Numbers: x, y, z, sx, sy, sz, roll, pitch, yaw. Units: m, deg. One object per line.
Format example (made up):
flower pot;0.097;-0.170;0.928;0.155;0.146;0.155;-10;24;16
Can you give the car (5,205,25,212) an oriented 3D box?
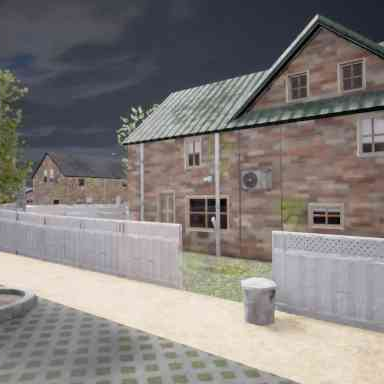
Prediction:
car;-13.247;1.679;22.780;2.097;1.767;4.553;-1;-2;36

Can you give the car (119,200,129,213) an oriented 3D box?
car;-5.815;1.832;33.190;2.150;2.045;5.566;-1;-1;35
